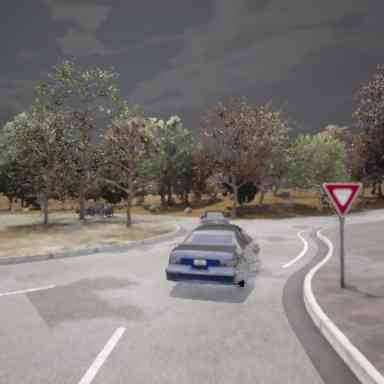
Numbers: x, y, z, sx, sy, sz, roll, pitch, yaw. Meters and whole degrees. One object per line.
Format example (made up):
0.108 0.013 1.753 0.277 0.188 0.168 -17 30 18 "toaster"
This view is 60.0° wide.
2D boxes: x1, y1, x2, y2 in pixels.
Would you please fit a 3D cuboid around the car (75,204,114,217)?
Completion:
-11.971 2.209 40.749 4.892 1.490 1.837 0 -2 17 "car"

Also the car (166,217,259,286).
0.851 1.692 9.927 2.033 1.411 5.357 0 -1 15 "car"

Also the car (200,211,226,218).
1.569 2.065 24.619 1.994 1.385 4.181 0 -2 -1 "car"
